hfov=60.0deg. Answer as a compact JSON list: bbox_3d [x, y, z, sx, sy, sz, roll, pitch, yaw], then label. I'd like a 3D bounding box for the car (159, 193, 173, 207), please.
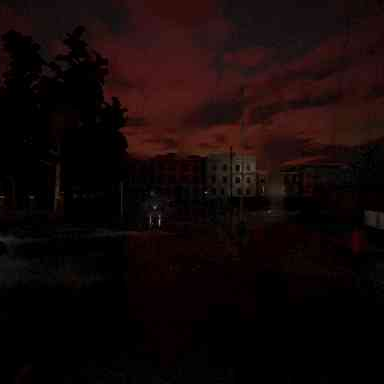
[{"bbox_3d":[-4.118,1.221,50.054,2.150,2.045,5.566,0,0,1],"label":"car"}]

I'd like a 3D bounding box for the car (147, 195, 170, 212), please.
[{"bbox_3d":[-4.139,1.491,39.465,2.128,1.511,4.902,0,0,0],"label":"car"}]
